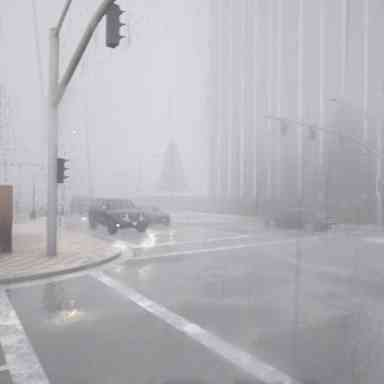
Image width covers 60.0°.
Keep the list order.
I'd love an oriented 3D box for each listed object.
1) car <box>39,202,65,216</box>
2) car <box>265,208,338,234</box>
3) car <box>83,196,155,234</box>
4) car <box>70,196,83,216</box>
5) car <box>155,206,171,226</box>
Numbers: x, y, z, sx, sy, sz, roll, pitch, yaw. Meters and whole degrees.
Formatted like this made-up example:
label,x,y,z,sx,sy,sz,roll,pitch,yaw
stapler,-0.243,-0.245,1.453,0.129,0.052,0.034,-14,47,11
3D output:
label,x,y,z,sx,sy,sz,roll,pitch,yaw
car,-14.997,1.757,35.533,1.812,1.442,4.674,1,-1,-35
car,7.032,1.845,21.930,1.837,1.490,4.892,-5,2,-38
car,-4.802,1.417,21.040,2.150,2.045,5.566,1,0,-35
car,-11.957,1.489,37.295,2.150,2.045,5.566,1,1,-35
car,-3.428,1.727,25.162,1.882,1.535,5.008,1,-1,-35
